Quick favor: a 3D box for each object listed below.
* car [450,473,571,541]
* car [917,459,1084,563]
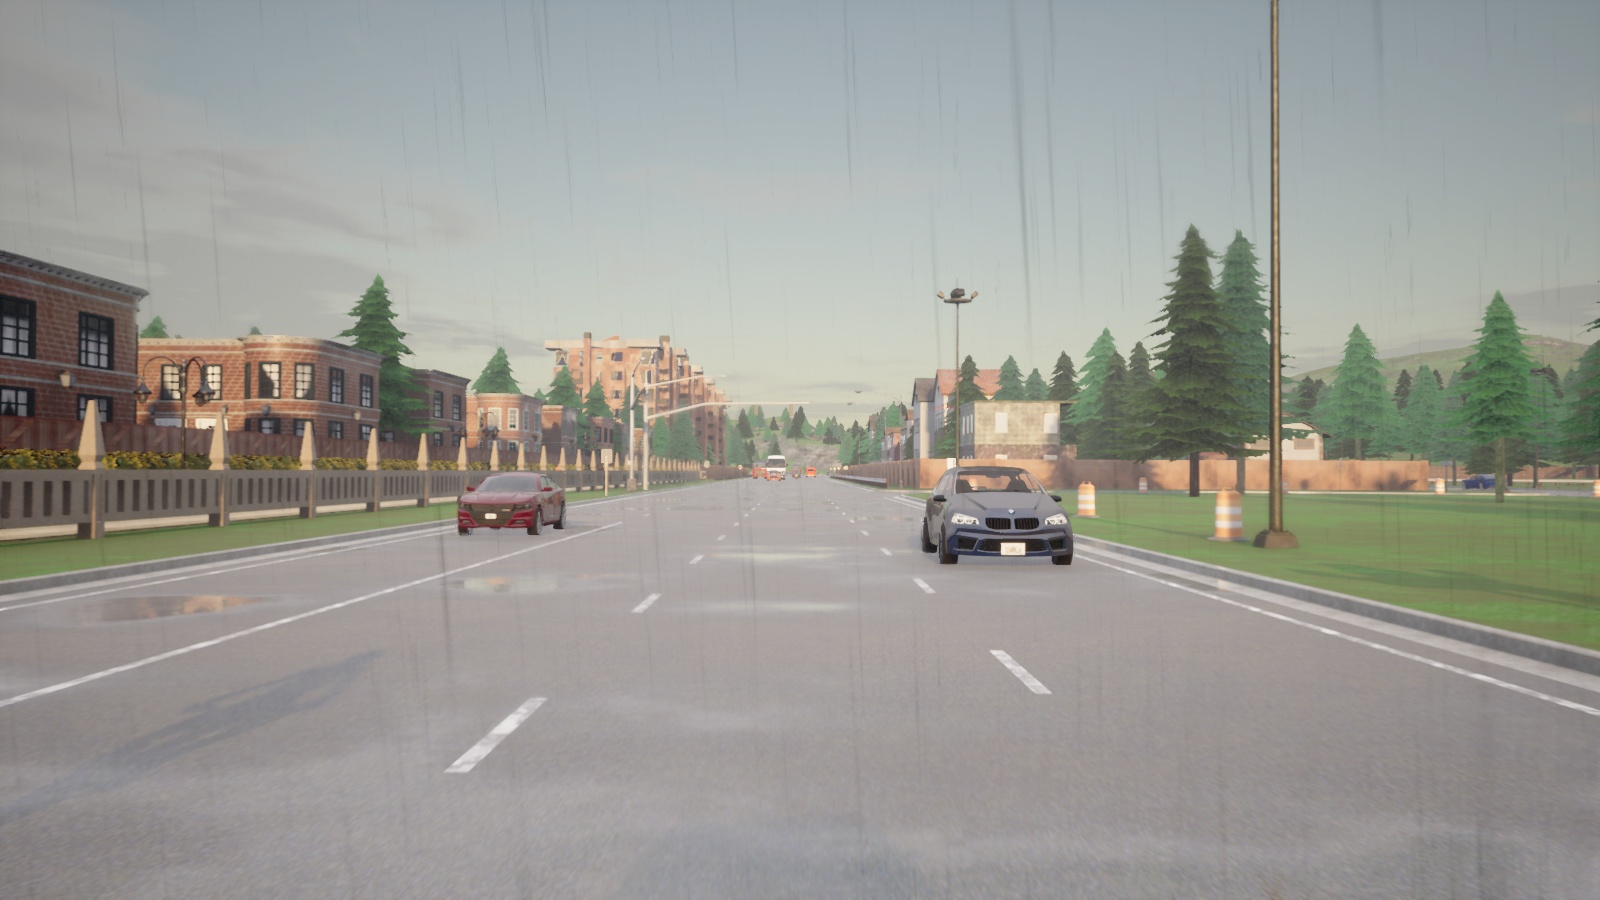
[{"bbox_3d":[-7.079,1.343,31.226,1.882,1.535,5.008,0,-1,0],"label":"car"},{"bbox_3d":[3.443,1.022,22.502,2.242,1.667,4.611,0,-1,0],"label":"car"}]
